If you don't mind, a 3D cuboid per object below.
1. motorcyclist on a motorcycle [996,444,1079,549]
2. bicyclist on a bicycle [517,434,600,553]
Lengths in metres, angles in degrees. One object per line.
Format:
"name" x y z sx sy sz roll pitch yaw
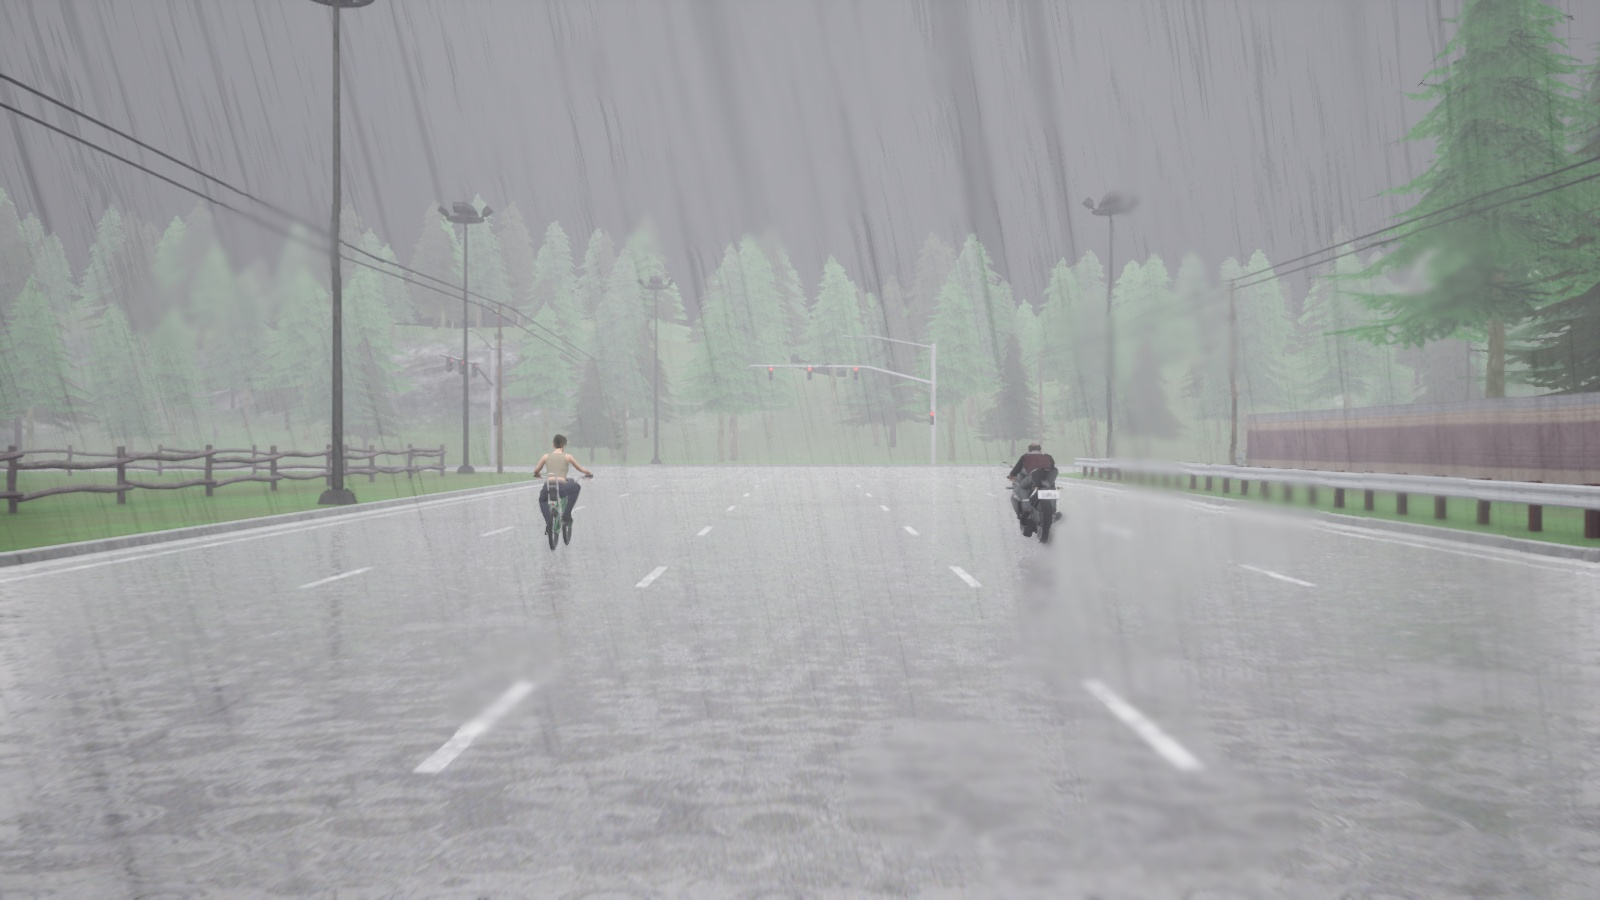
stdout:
"motorcyclist on a motorcycle" 3.626 0.675 19.361 0.866 1.530 2.191 0 0 0
"bicyclist on a bicycle" -3.388 0.580 17.750 0.866 1.612 1.509 0 0 1
